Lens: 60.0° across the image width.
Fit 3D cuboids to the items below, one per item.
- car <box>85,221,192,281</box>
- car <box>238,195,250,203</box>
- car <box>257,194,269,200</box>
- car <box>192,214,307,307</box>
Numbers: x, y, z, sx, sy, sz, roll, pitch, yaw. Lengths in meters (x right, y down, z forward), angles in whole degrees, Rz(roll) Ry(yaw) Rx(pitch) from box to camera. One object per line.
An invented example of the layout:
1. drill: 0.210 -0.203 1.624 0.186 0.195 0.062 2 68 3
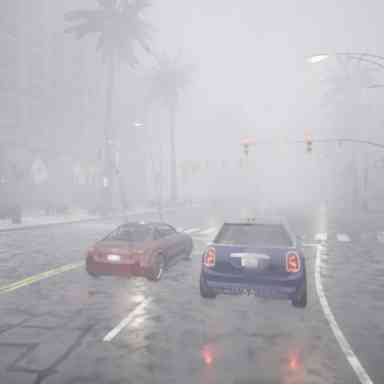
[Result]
1. car: -1.341 1.559 9.980 1.994 1.385 4.181 0 0 16
2. car: 11.050 1.478 70.549 2.161 1.482 4.786 0 0 21
3. car: 19.158 1.309 90.927 2.185 1.767 4.553 0 0 21
4. car: 1.696 1.348 8.321 2.097 1.767 4.553 0 0 17
